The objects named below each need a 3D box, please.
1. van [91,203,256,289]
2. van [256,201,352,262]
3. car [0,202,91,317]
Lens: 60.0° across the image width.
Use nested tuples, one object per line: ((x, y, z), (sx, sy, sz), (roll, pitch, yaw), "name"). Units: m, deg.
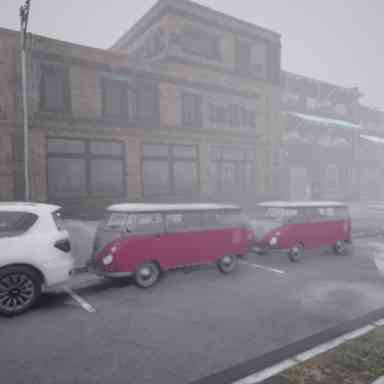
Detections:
((-0.577, 1.294, 9.123), (4.442, 1.987, 1.878), (0, 0, -35), "van")
((3.961, 1.333, 12.312), (4.442, 1.987, 1.878), (0, 0, -35), "van")
((-5.042, 1.228, 5.985), (5.566, 2.045, 2.435), (1, 0, -35), "car")
